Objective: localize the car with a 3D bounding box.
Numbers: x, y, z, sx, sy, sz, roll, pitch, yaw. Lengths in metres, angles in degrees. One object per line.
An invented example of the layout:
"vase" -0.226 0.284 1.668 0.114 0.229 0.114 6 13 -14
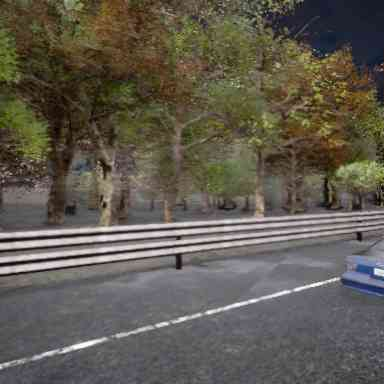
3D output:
"car" 5.644 1.588 7.754 5.357 1.411 2.033 0 0 -35
